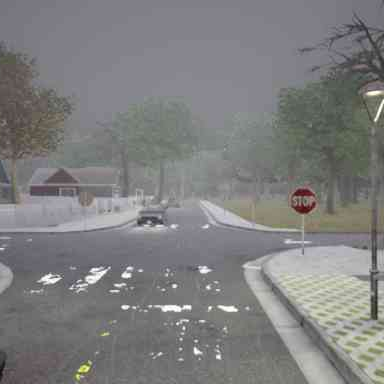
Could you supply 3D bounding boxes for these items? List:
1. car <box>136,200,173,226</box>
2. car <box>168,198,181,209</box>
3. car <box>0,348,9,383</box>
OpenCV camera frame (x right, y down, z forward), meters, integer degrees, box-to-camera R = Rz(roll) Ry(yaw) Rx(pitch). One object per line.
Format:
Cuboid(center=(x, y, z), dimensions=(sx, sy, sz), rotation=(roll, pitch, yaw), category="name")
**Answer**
Cuboid(center=(-2.751, 1.573, 24.093), dimensions=(2.033, 1.411, 5.357), rotation=(0, 0, 0), category="car")
Cuboid(center=(-2.752, 1.614, 48.569), dimensions=(1.837, 1.490, 4.892), rotation=(0, 0, 0), category="car")
Cuboid(center=(-2.750, 1.549, 0.951), dimensions=(2.033, 1.411, 5.357), rotation=(0, 0, 0), category="car")
